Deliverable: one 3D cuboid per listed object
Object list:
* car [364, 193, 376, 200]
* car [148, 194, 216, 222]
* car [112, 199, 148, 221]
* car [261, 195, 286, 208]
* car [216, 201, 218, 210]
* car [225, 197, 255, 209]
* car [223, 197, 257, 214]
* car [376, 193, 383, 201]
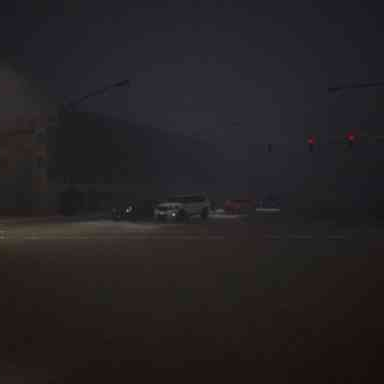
[{"bbox_3d":[35.199,0.873,65.574,1.994,1.385,4.181,0,-1,35],"label":"car"},{"bbox_3d":[-0.639,1.198,26.816,2.150,2.045,5.566,0,0,35],"label":"car"},{"bbox_3d":[-4.403,1.337,27.543,2.097,1.767,4.553,0,0,35],"label":"car"},{"bbox_3d":[10.471,1.220,42.651,1.837,1.490,4.892,0,1,35],"label":"car"},{"bbox_3d":[0.890,1.411,35.088,1.882,1.535,5.008,0,1,35],"label":"car"},{"bbox_3d":[6.222,1.374,42.689,1.895,1.301,4.718,0,1,35],"label":"car"},{"bbox_3d":[5.101,1.373,34.995,1.882,1.535,5.008,0,1,35],"label":"car"},{"bbox_3d":[32.392,0.801,55.299,1.812,1.442,4.674,0,0,35],"label":"car"}]
